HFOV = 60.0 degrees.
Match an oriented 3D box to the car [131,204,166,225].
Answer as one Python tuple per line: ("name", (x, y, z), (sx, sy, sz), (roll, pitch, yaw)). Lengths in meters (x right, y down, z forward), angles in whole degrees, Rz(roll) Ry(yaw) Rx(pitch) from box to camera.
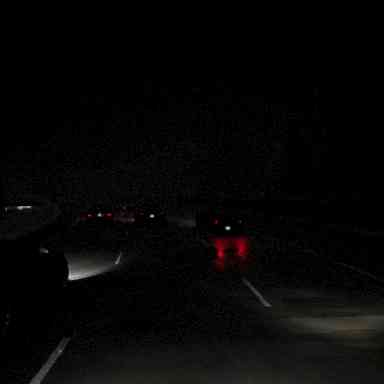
("car", (-3.091, 1.570, 23.979), (1.994, 1.385, 4.181), (0, 0, -13))

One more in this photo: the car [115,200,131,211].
("car", (-8.823, 1.620, 41.147), (1.895, 1.301, 4.718), (0, 0, -23))

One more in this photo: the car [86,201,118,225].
("car", (-6.658, 1.562, 24.152), (2.033, 1.411, 5.357), (0, 0, -14))

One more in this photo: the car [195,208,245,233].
("car", (1.476, 1.596, 19.663), (1.895, 1.301, 4.718), (0, 0, -10))

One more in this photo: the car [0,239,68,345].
("car", (-3.828, 1.573, 6.243), (1.994, 1.385, 4.181), (0, 0, -4))
